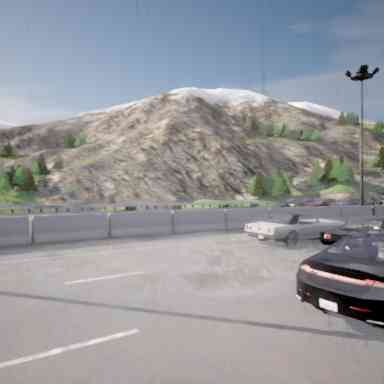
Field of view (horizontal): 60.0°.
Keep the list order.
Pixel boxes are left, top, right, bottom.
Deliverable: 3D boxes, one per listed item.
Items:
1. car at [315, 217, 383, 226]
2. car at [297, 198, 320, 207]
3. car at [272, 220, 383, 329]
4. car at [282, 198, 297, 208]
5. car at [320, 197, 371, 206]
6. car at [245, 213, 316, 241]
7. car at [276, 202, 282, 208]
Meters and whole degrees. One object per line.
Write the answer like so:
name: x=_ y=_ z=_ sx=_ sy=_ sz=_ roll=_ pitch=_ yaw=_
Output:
car: x=6.979 y=1.584 z=12.182 sx=4.718 sy=1.301 sz=1.895 roll=0 pitch=0 yaw=-30
car: x=14.139 y=1.424 z=35.686 sx=5.008 sy=1.535 sz=1.882 roll=0 pitch=0 yaw=-24
car: x=4.095 y=1.484 z=6.307 sx=4.902 sy=1.511 sz=2.128 roll=0 pitch=0 yaw=-33
car: x=13.624 y=1.431 z=39.274 sx=4.902 sy=1.511 sz=2.128 roll=0 pitch=0 yaw=-24
car: x=15.209 y=1.306 z=32.325 sx=4.553 sy=1.767 sz=2.097 roll=0 pitch=0 yaw=-24
car: x=4.779 y=1.576 z=14.946 sx=4.718 sy=1.301 sz=1.895 roll=0 pitch=0 yaw=-30
car: x=13.473 y=1.478 z=43.072 sx=5.357 sy=1.411 sz=2.033 roll=0 pitch=0 yaw=-23
